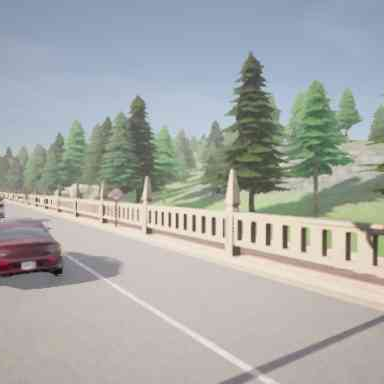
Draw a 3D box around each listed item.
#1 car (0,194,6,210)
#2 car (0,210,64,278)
[{"bbox_3d":[-14.725,1.053,23.803,2.150,2.045,5.566,0,1,-34],"label":"car"},{"bbox_3d":[-4.937,1.462,9.388,1.812,1.442,4.674,0,0,-34],"label":"car"}]
